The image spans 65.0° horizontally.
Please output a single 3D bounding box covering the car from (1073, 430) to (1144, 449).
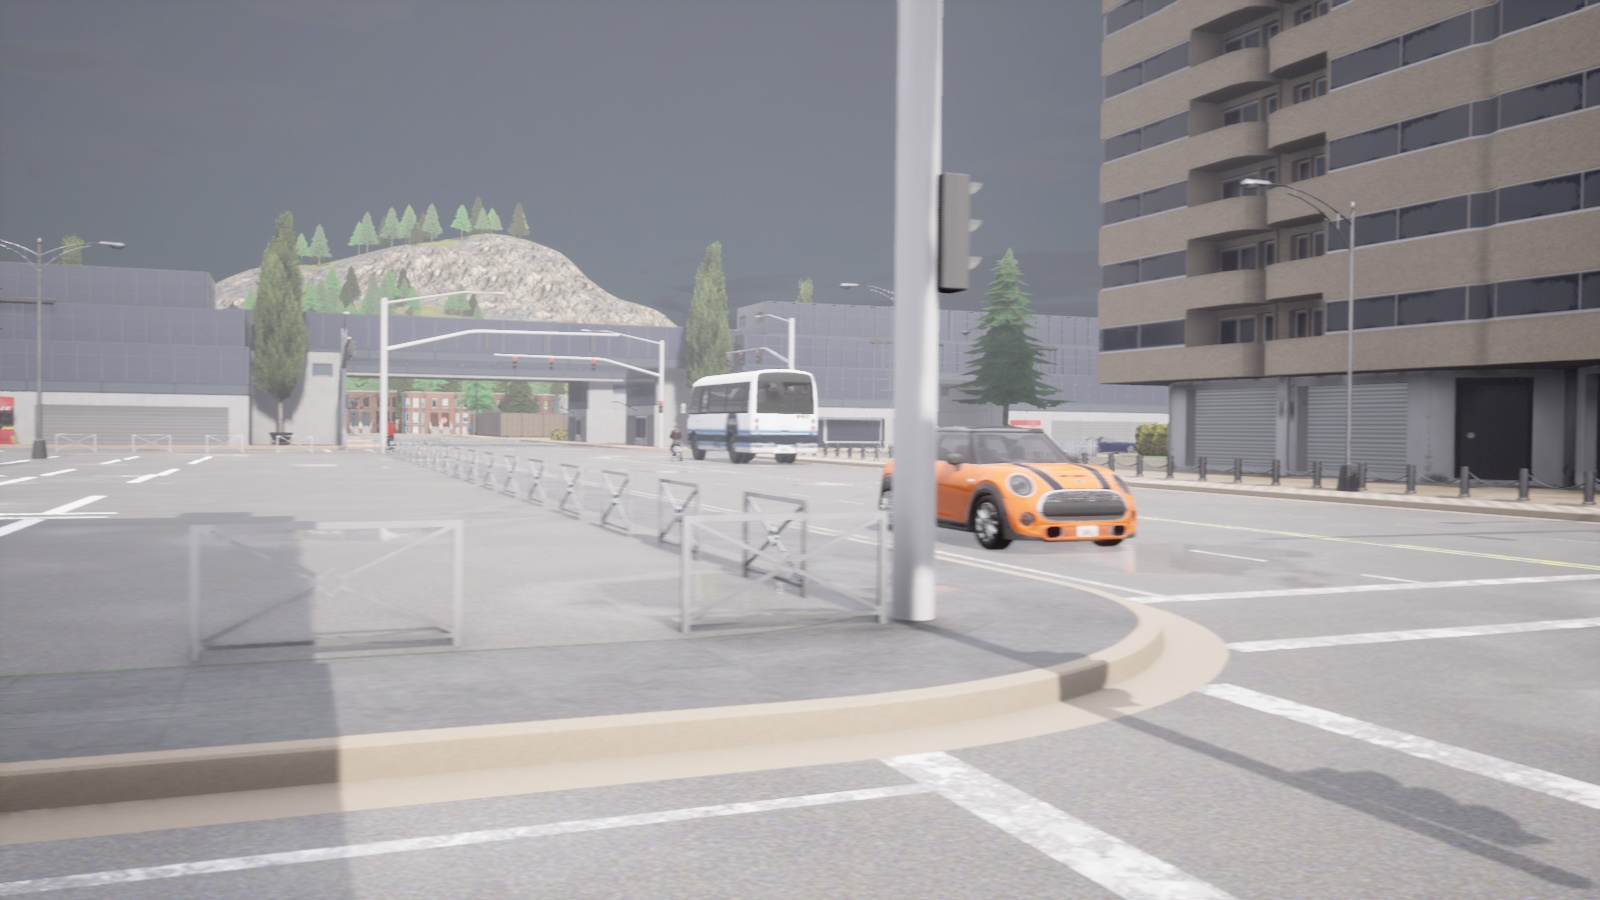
[{"bbox_3d":[22.080,-0.765,89.830,4.718,1.301,1.895,-1,1,-22],"label":"car"}]

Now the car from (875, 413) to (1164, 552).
[{"bbox_3d":[3.044,0.374,18.510,2.097,1.767,4.553,-1,1,-22],"label":"car"}]

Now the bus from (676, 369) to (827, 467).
[{"bbox_3d":[-2.576,-1.493,60.458,3.944,4.253,10.273,-1,1,-22],"label":"bus"}]
